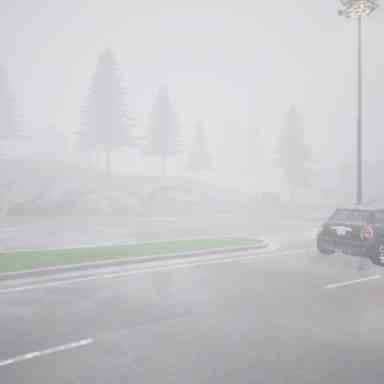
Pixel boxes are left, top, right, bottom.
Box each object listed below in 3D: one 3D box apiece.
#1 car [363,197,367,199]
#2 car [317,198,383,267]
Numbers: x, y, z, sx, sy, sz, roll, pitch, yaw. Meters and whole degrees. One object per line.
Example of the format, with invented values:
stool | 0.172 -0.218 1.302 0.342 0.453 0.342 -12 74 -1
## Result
car | 18.816 1.206 35.002 4.181 1.385 1.994 0 1 -28
car | 6.390 1.236 11.152 4.553 1.767 2.097 0 1 -29
